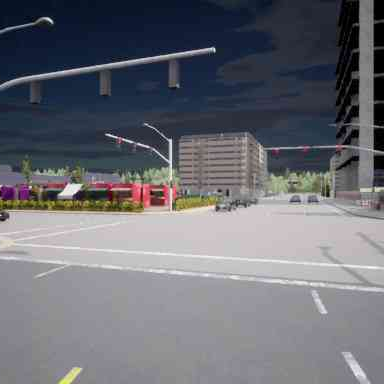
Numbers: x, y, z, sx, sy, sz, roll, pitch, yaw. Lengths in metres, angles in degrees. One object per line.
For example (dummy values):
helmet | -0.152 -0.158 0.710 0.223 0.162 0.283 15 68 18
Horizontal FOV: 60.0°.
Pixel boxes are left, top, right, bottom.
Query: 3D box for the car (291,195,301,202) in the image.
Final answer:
car | 24.596 1.540 78.461 2.033 1.411 5.357 0 0 19

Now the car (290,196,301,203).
car | 21.519 1.555 69.236 1.994 1.385 4.181 0 0 19

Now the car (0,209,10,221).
car | -16.477 1.619 26.074 4.181 1.385 1.994 0 0 19

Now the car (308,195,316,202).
car | 28.018 1.524 77.657 1.812 1.442 4.674 0 0 19

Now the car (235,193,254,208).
car | 7.271 1.221 49.141 2.150 2.045 5.566 0 0 19

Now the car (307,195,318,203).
car | 24.729 1.541 67.801 2.033 1.411 5.357 0 0 19

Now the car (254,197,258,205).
car | 10.501 1.564 58.691 1.994 1.385 4.181 0 0 19

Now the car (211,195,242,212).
car | 4.116 1.491 39.756 2.128 1.511 4.902 0 0 19
